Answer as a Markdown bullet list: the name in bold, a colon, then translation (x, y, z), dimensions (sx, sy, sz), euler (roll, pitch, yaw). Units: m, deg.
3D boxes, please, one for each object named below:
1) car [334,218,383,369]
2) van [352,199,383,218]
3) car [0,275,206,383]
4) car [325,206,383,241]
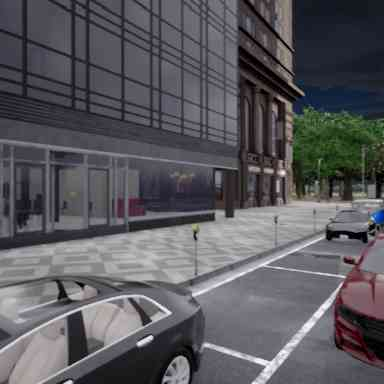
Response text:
- **car**: translation (3.804, 1.476, 5.612), dimensions (1.882, 1.535, 5.008), euler (0, 0, 35)
- **van**: translation (10.926, 1.340, 20.618), dimensions (1.690, 1.788, 3.998), euler (0, 0, 35)
- **car**: translation (-1.540, 1.552, 2.795), dimensions (2.008, 1.369, 4.403), euler (0, 0, 35)
- **car**: translation (7.810, 1.565, 16.162), dimensions (1.947, 1.339, 4.313), euler (0, 0, 35)
